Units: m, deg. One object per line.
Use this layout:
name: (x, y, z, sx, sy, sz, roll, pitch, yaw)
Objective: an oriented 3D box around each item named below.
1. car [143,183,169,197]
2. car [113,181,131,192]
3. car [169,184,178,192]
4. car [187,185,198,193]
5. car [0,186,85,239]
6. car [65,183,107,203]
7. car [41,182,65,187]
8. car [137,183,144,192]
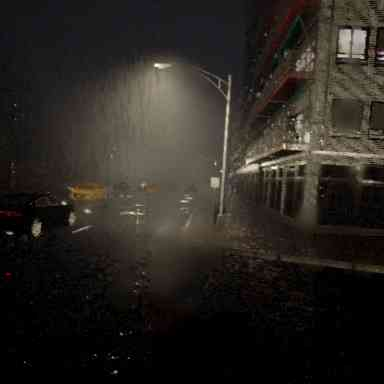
car: (-4.701, -0.236, 43.751, 1.882, 1.535, 5.008, 4, 2, 3)
car: (-10.852, -0.903, 51.923, 1.837, 1.490, 4.892, 4, 1, 4)
car: (-3.638, -0.795, 61.546, 1.882, 1.535, 5.008, 4, 2, 4)
car: (0.082, -0.726, 66.577, 1.882, 1.535, 5.008, 4, 2, 4)
car: (-6.189, 0.746, 12.917, 1.882, 1.535, 5.008, 4, 2, 3)
car: (-8.861, 0.010, 28.900, 1.882, 1.535, 5.008, 4, 2, 2)
car: (-12.106, -0.142, 29.122, 2.033, 1.411, 5.357, 4, 2, 2)
car: (-7.431, -0.717, 54.242, 2.033, 1.411, 5.357, 4, 2, 4)
